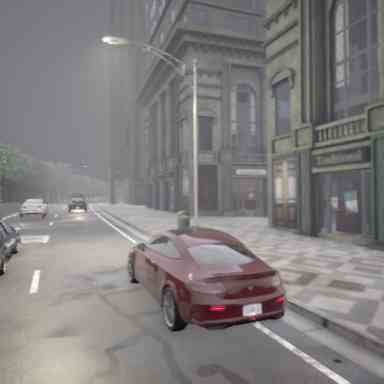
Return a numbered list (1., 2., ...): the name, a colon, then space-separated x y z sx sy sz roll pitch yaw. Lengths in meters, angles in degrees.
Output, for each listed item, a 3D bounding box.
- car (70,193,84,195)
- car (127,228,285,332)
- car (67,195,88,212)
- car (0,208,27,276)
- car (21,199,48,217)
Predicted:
1. car: -15.455 1.119 44.684 2.150 2.045 5.566 0 0 -17
2. car: -0.041 1.458 6.781 1.812 1.442 4.674 0 1 -23
3. car: -12.137 1.332 35.273 1.837 1.490 4.892 0 0 -19
4. car: -6.141 1.429 9.498 2.033 1.411 5.357 0 1 -22
5. car: -13.309 1.334 28.207 1.812 1.442 4.674 0 0 -20
